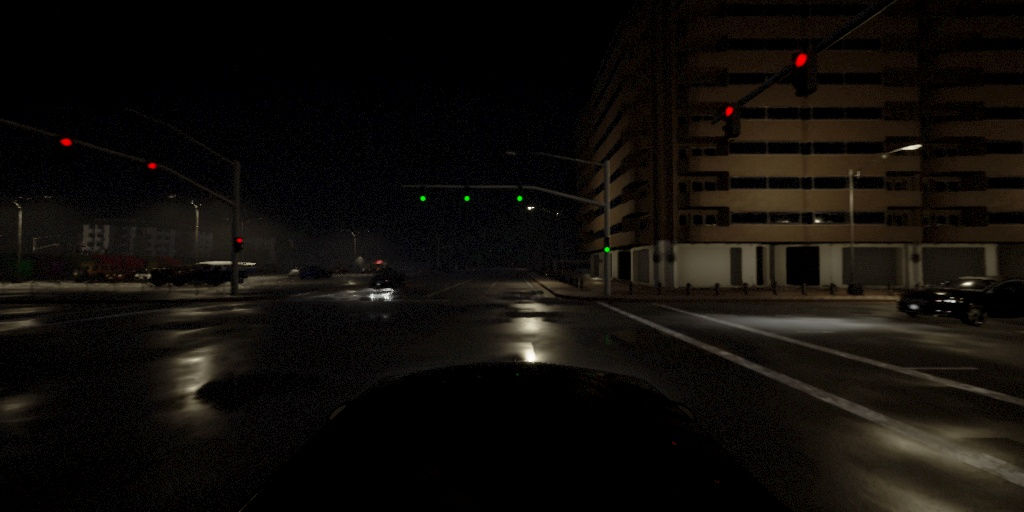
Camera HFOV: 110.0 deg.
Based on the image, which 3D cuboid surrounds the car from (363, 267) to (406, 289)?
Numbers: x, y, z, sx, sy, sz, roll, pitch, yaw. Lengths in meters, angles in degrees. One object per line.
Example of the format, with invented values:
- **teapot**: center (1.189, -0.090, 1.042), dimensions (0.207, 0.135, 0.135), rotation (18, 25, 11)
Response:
- **car**: center (-10.517, 1.990, 30.730), dimensions (2.128, 1.511, 4.902), rotation (0, 0, 0)

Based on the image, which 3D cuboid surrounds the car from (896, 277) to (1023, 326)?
- **car**: center (15.922, 1.443, 12.040), dimensions (4.902, 1.511, 2.128), rotation (0, -1, 0)
